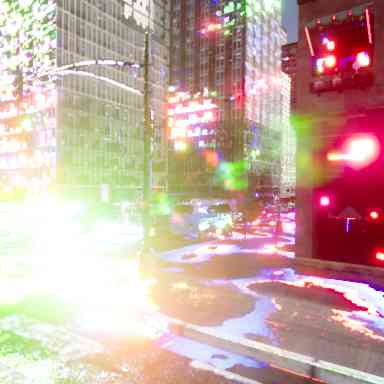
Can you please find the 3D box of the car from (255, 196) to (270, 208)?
[{"bbox_3d":[9.743,1.282,44.574,1.967,1.590,4.097,1,1,35],"label":"car"}]

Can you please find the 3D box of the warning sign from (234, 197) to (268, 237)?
[{"bbox_3d":[2.896,1.172,16.261,1.300,1.860,1.060,1,1,35],"label":"warning sign"}]

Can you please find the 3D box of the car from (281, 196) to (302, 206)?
[{"bbox_3d":[16.034,1.352,53.470,1.752,1.417,4.829,1,1,35],"label":"car"}]

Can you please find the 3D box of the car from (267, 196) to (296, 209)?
[{"bbox_3d":[11.869,1.484,43.031,1.895,1.301,4.718,1,1,36],"label":"car"}]

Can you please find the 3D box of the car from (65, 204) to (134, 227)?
[{"bbox_3d":[-6.232,1.456,21.991,1.947,1.339,4.313,1,1,35],"label":"car"}]

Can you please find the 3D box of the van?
[{"bbox_3d":[0.612,1.362,17.149,1.690,1.788,3.998,1,1,35],"label":"van"}]

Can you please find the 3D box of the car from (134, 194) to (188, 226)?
[{"bbox_3d":[-2.213,1.145,23.181,2.150,2.045,5.566,1,1,35],"label":"car"}]
